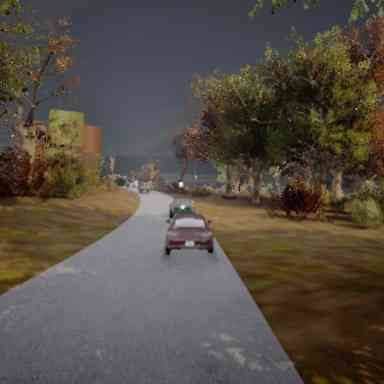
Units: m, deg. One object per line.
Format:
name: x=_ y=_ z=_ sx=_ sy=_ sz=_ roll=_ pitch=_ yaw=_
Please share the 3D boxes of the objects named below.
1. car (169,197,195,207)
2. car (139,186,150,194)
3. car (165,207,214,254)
car: x=-0.904 y=1.196 z=28.424 sx=2.097 sy=1.767 sz=4.553 roll=1 pitch=2 yaw=-4
car: x=-9.254 y=-0.421 z=64.499 sx=1.837 sy=1.490 sz=4.892 roll=2 pitch=2 yaw=-12
car: x=-0.127 y=1.609 z=13.897 sx=1.812 sy=1.442 sz=4.674 roll=1 pitch=1 yaw=-1
